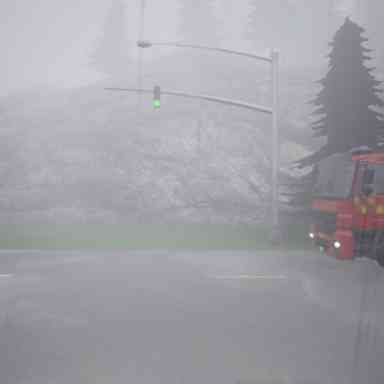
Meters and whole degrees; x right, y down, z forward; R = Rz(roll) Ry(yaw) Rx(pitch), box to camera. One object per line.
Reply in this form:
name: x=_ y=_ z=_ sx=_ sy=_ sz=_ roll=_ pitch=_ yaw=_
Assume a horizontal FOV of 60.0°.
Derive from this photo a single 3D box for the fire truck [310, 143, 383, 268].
fire truck: x=8.307 y=0.343 z=10.342 sx=8.468 sy=3.827 sz=2.891 roll=0 pitch=0 yaw=2
